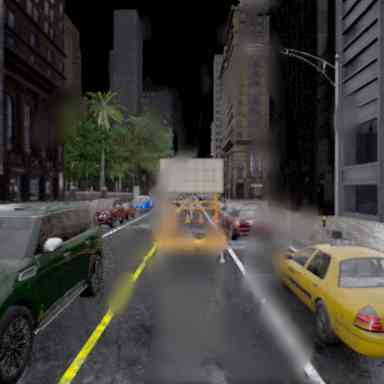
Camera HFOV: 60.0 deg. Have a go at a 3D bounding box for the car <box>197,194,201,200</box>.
[{"bbox_3d":[2.625,1.628,81.319,1.947,1.339,4.313,0,0,0],"label":"car"}]

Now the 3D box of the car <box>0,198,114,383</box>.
[{"bbox_3d":[-3.108,1.224,5.629,2.150,2.045,5.566,0,0,0],"label":"car"}]

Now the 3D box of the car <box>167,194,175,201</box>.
[{"bbox_3d":[-5.919,1.505,92.165,1.967,1.590,4.097,0,0,0],"label":"car"}]

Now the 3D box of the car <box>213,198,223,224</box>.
[{"bbox_3d":[2.723,1.456,22.332,1.967,1.590,4.097,0,0,0],"label":"car"}]

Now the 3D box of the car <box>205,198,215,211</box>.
[{"bbox_3d":[2.706,1.578,33.182,2.008,1.369,4.403,0,0,0],"label":"car"}]

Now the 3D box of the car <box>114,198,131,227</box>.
[{"bbox_3d":[-5.802,1.331,22.330,2.192,1.841,5.009,0,0,0],"label":"car"}]

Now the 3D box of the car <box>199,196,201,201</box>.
[{"bbox_3d":[2.669,1.613,54.883,1.947,1.339,4.313,0,0,0],"label":"car"}]

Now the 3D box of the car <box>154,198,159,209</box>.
[{"bbox_3d":[-5.838,1.478,44.034,1.967,1.590,4.097,0,0,0],"label":"car"}]

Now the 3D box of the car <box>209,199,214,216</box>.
[{"bbox_3d":[2.714,1.567,27.757,1.887,1.381,4.507,0,0,0],"label":"car"}]

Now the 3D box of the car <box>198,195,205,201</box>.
[{"bbox_3d":[2.606,1.591,92.330,1.752,1.417,4.829,0,0,0],"label":"car"}]

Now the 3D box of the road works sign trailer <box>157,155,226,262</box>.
[{"bbox_3d":[-0.018,0.472,12.177,2.380,3.560,2.880,0,0,0],"label":"road works sign trailer"}]

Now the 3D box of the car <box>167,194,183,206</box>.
[{"bbox_3d":[-3.095,1.263,55.284,2.150,2.045,5.566,0,0,0],"label":"car"}]

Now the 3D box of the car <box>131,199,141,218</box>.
[{"bbox_3d":[-5.811,1.566,27.755,1.887,1.381,4.507,0,0,0],"label":"car"}]

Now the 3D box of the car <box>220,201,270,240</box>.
[{"bbox_3d":[2.732,1.452,16.907,1.967,1.590,4.097,0,0,0],"label":"car"}]

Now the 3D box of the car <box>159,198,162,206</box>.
[{"bbox_3d":[-5.856,1.629,54.886,1.802,1.307,4.206,0,0,0],"label":"car"}]

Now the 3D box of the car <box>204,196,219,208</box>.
[{"bbox_3d":[2.696,1.559,38.777,1.752,1.417,4.829,0,0,0],"label":"car"}]

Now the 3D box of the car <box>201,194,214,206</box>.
[{"bbox_3d":[2.686,1.354,44.032,2.192,1.841,5.009,0,0,0],"label":"car"}]

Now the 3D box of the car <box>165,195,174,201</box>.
[{"bbox_3d":[-5.910,1.614,86.745,2.008,1.369,4.403,0,0,0],"label":"car"}]

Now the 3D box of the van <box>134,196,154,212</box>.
[{"bbox_3d":[-5.830,1.374,38.608,1.690,1.788,3.998,0,0,0],"label":"van"}]

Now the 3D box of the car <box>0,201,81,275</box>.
[{"bbox_3d":[-5.784,1.322,11.478,2.192,1.841,5.009,0,0,0],"label":"car"}]

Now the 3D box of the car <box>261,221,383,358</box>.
[{"bbox_3d":[2.751,1.529,6.227,1.752,1.417,4.829,0,0,0],"label":"car"}]
